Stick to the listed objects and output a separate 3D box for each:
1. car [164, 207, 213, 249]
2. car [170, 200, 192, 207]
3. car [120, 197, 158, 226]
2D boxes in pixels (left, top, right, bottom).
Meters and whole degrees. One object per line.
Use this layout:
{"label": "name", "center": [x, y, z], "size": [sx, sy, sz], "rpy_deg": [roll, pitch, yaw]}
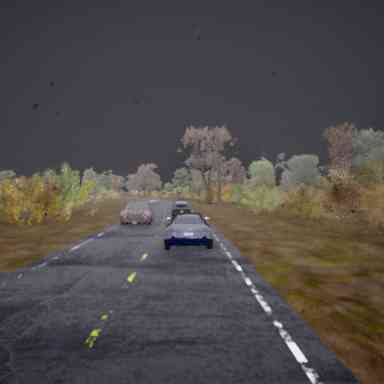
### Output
{"label": "car", "center": [-0.187, 1.572, 14.628], "size": [1.994, 1.385, 4.181], "rpy_deg": [0, 0, -2]}
{"label": "car", "center": [-1.074, 1.529, 32.357], "size": [1.837, 1.490, 4.892], "rpy_deg": [0, 0, -4]}
{"label": "car", "center": [-3.743, 1.370, 23.392], "size": [2.097, 1.767, 4.553], "rpy_deg": [0, 0, -3]}
